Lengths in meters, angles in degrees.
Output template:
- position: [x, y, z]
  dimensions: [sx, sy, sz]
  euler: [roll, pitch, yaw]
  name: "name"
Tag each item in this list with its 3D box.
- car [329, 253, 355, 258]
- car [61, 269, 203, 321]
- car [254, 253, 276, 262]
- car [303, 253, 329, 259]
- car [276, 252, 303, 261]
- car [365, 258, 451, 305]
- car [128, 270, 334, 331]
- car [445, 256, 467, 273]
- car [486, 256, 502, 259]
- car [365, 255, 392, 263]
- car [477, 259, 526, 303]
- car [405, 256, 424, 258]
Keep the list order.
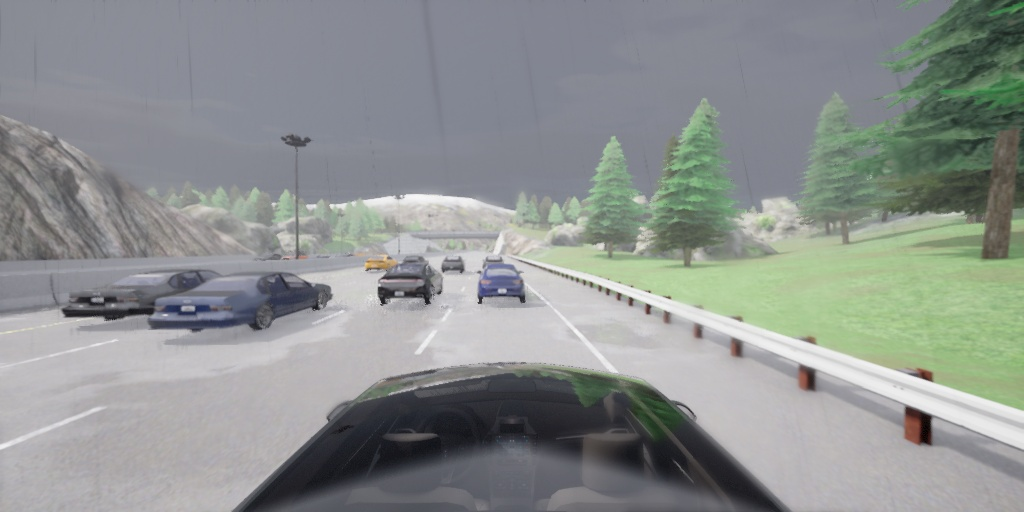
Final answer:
- position: [-24.243, 0.372, 52.096]
  dimensions: [1.837, 1.490, 4.892]
  euler: [0, 1, -4]
  name: "car"
- position: [-10.761, 1.130, 11.698]
  dimensions: [2.033, 1.411, 5.357]
  euler: [0, 1, -3]
  name: "car"
- position: [-34.715, 0.315, 51.336]
  dimensions: [1.837, 1.490, 4.892]
  euler: [0, 1, -4]
  name: "car"
- position: [-27.731, 0.534, 51.816]
  dimensions: [1.895, 1.301, 4.718]
  euler: [0, 1, -4]
  name: "car"
- position: [-31.227, 0.251, 51.618]
  dimensions: [2.097, 1.767, 4.553]
  euler: [0, 1, -4]
  name: "car"
- position: [-3.950, 1.015, 14.539]
  dimensions: [2.128, 1.511, 4.902]
  euler: [0, 1, -3]
  name: "car"
- position: [-7.193, 1.150, 10.331]
  dimensions: [2.033, 1.411, 5.357]
  euler: [0, 1, -3]
  name: "car"
- position: [-5.132, 0.706, 31.846]
  dimensions: [2.128, 1.511, 4.902]
  euler: [0, 1, -4]
  name: "car"
- position: [-1.604, 0.706, 31.575]
  dimensions: [2.128, 1.511, 4.902]
  euler: [0, 1, -4]
  name: "car"
- position: [-12.304, 0.661, 33.994]
  dimensions: [1.882, 1.535, 5.008]
  euler: [0, 1, -4]
  name: "car"
- position: [-0.488, 1.037, 15.006]
  dimensions: [1.812, 1.442, 4.674]
  euler: [0, 1, -3]
  name: "car"
- position: [-8.668, 0.716, 32.220]
  dimensions: [1.837, 1.490, 4.892]
  euler: [0, 1, -4]
  name: "car"
